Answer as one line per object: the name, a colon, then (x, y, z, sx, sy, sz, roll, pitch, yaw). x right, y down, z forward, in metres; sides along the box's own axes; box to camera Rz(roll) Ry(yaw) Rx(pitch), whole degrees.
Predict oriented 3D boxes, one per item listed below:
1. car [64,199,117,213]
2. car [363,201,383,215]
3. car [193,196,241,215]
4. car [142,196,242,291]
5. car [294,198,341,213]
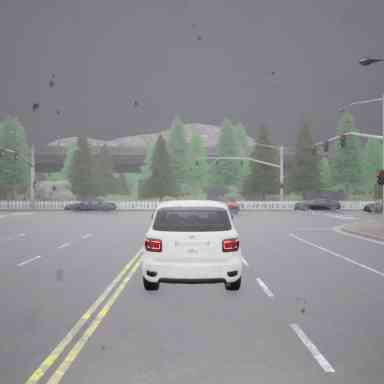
car: (-10.897, 1.493, 36.051, 5.357, 1.411, 2.033, 0, 0, 0)
car: (19.189, 1.508, 32.703, 4.181, 1.385, 1.994, 0, 0, 0)
car: (2.359, 1.307, 32.625, 4.553, 1.767, 2.097, 0, 0, 0)
car: (0.006, 1.221, 9.168, 2.150, 2.045, 5.566, 0, 0, 0)
car: (13.630, 1.436, 36.187, 4.902, 1.511, 2.128, 0, 0, 0)
